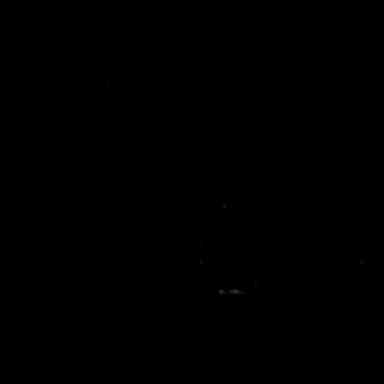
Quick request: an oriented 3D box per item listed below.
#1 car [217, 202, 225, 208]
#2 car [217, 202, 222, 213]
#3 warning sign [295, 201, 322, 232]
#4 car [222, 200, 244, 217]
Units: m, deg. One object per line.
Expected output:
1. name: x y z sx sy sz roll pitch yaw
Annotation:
1. car: 7.834 3.500 90.530 1.812 1.442 4.674 -1 -1 2
2. car: 5.725 2.378 53.316 2.150 2.045 5.566 -1 -1 2
3. warning sign: 7.167 1.486 20.548 1.300 1.860 1.060 -1 -2 2
4. car: 5.469 2.281 43.303 2.097 1.767 4.553 -1 -1 1
